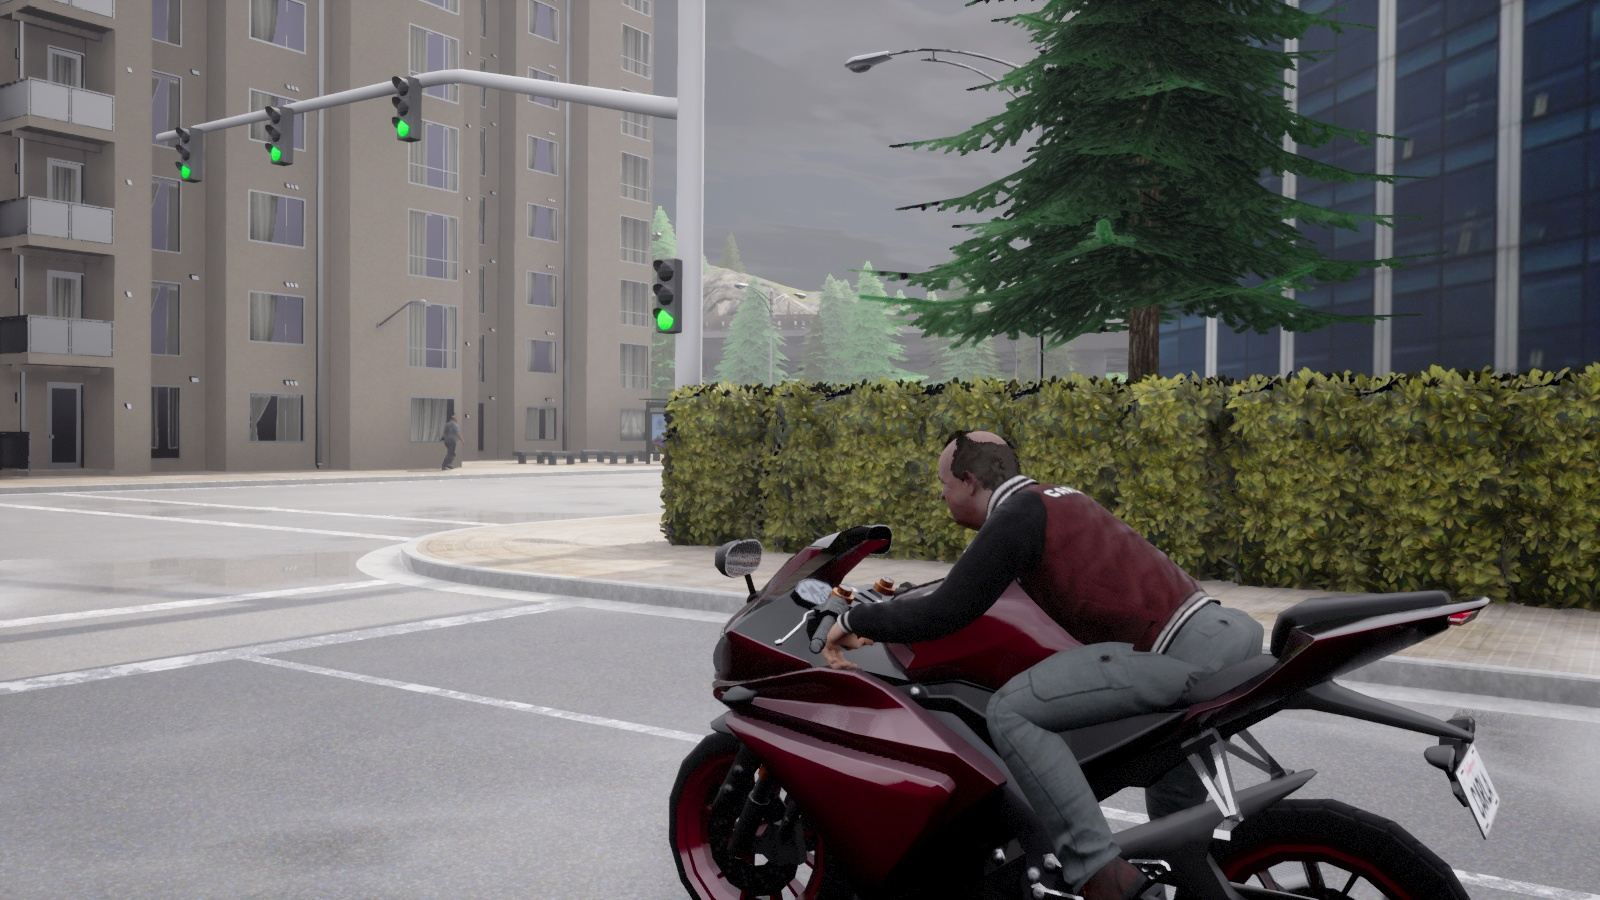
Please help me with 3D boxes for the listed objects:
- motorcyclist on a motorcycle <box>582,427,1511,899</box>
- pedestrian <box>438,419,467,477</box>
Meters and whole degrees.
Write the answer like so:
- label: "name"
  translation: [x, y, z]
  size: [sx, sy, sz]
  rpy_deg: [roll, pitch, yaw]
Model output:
- label: "motorcyclist on a motorcycle"
  translation: [0.552, 0.717, 3.257]
  size: [2.191, 1.530, 0.866]
  rpy_deg: [0, 1, 34]
- label: "pedestrian"
  translation: [-11.134, -0.059, 40.246]
  size: [0.540, 1.848, 0.694]
  rpy_deg: [0, 1, 41]
